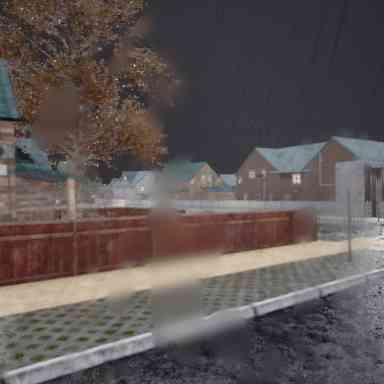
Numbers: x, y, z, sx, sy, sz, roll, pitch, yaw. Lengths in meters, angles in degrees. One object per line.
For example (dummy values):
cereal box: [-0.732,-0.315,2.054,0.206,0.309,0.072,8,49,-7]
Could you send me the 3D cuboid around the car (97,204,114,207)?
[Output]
car: [-13.290,2.448,50.697,1.895,1.301,4.718,-2,0,-36]
